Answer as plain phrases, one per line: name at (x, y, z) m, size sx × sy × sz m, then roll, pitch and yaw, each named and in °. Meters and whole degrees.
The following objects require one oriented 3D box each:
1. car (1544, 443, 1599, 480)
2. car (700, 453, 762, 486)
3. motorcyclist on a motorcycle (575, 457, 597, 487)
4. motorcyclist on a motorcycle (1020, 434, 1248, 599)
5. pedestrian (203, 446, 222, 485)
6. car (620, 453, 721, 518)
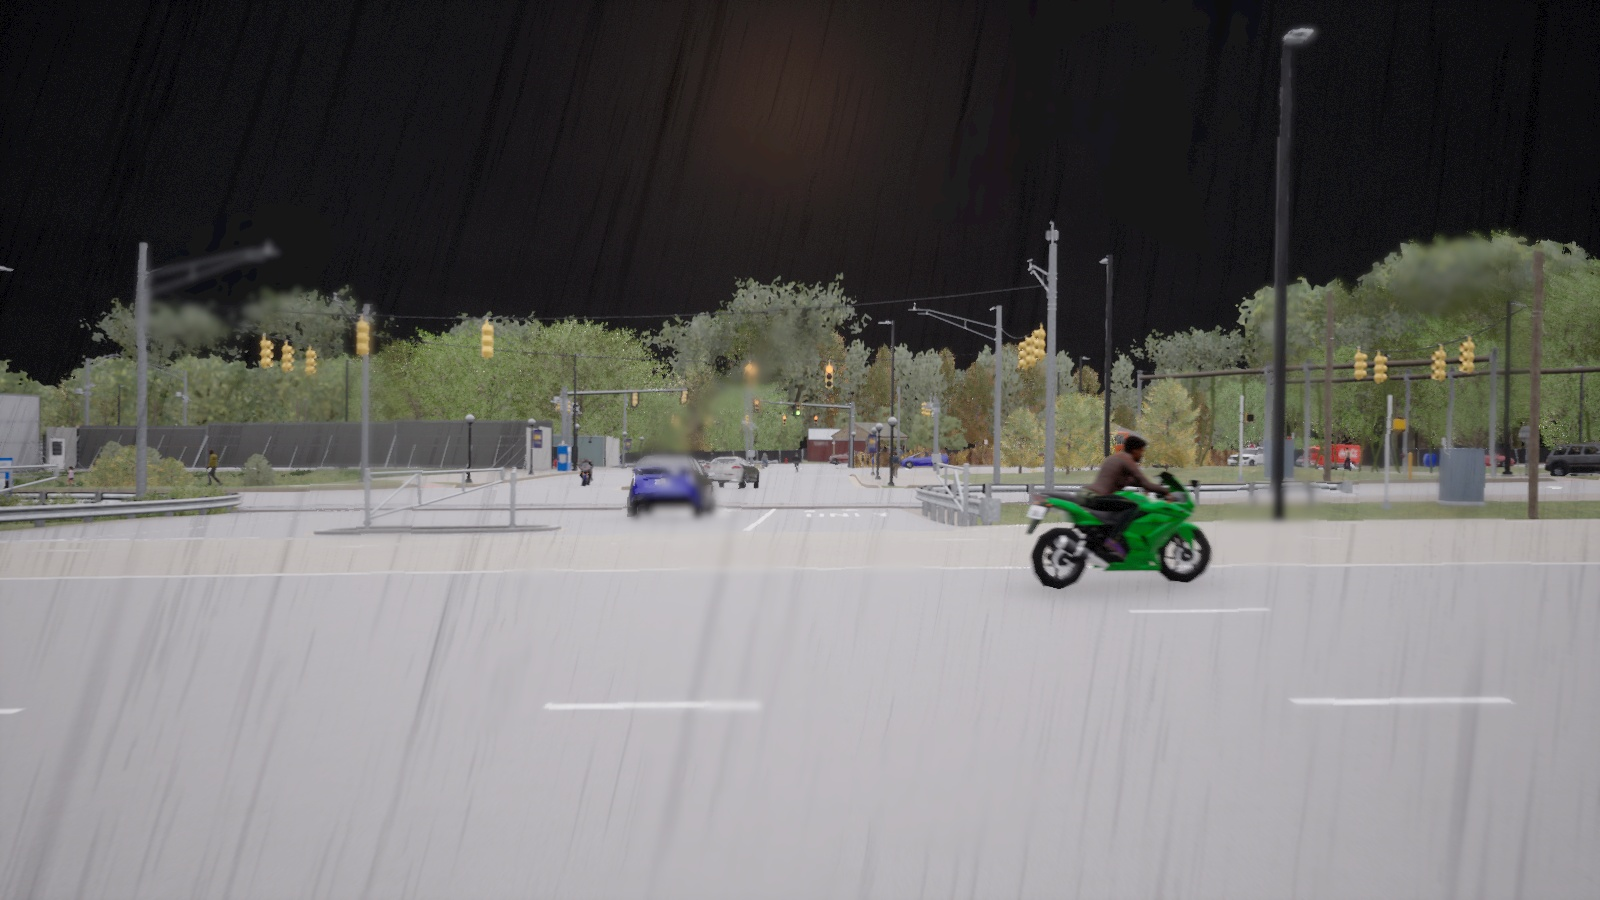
car at (40.324, 0.606, 63.263) m, size 1.932 × 1.855 × 4.605 m, roll 1°, pitch -1°, yaw -24°
car at (-3.467, 0.998, 64.181) m, size 2.152 × 1.651 × 5.027 m, roll 0°, pitch -1°, yaw 9°
motorcyclist on a motorcycle at (-11.209, 1.157, 65.897) m, size 0.866 × 1.530 × 2.191 m, roll 0°, pitch 0°, yaw -3°
motorcyclist on a motorcycle at (3.298, 0.620, 12.460) m, size 2.044 × 1.523 × 0.797 m, roll -1°, pitch 3°, yaw -16°
pedestrian at (-28.139, 0.749, 60.154) m, size 0.726 × 1.835 × 0.370 m, roll 1°, pitch 1°, yaw 0°
car at (-3.176, 0.875, 31.678) m, size 2.007 × 1.525 × 4.514 m, roll 0°, pitch -1°, yaw 1°
